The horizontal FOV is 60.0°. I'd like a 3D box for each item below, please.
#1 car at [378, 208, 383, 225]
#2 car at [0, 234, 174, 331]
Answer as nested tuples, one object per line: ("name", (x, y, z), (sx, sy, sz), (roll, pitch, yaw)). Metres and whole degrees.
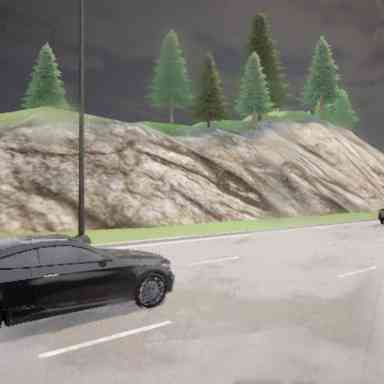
("car", (14.660, 1.492, 22.848), (4.902, 1.511, 2.128), (0, 0, -36))
("car", (-2.549, 1.526, 6.231), (4.674, 1.442, 1.812), (0, 0, -36))
